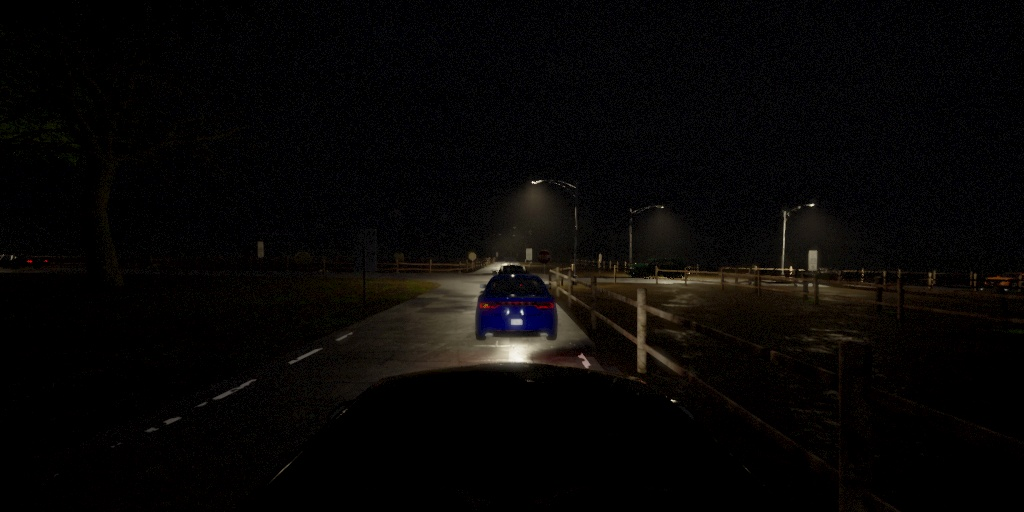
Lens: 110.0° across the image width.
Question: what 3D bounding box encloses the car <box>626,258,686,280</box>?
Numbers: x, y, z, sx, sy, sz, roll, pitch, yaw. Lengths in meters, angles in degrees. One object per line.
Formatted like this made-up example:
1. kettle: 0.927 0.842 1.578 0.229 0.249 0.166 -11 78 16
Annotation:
1. car: 13.975 1.221 34.696 5.566 2.045 2.150 1 1 0

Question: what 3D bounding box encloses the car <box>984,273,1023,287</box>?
1. car: 49.136 2.360 34.818 5.008 1.535 1.882 2 1 0

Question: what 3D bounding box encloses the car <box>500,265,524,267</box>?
1. car: -0.006 1.240 19.895 1.837 1.490 4.892 0 0 -3

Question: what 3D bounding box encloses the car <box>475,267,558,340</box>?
1. car: 0.104 1.222 9.933 1.882 1.535 5.008 0 0 0

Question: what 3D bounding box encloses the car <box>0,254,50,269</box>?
1. car: -47.791 0.522 34.291 5.357 1.411 2.033 1 1 0

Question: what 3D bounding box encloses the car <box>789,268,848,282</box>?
1. car: 29.675 1.857 34.796 4.892 1.490 1.837 1 1 0
